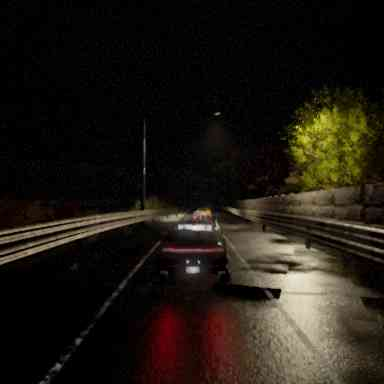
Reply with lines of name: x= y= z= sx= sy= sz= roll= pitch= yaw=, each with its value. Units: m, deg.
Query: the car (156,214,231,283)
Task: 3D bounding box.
car: x=0.048 y=1.615 z=10.008 sx=2.128 sy=1.511 sz=4.902 roll=0 pitch=-1 yaw=1

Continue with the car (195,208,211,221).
car: x=1.529 y=2.824 z=42.937 sx=1.882 sy=1.535 sz=5.008 roll=0 pitch=-2 yaw=4

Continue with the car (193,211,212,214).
car: x=0.238 y=2.023 z=19.805 sx=1.895 sy=1.301 sz=4.718 roll=0 pitch=-2 yaw=2

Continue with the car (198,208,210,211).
car: x=0.883 y=2.540 z=32.778 sx=1.895 sy=1.301 sz=4.718 roll=0 pitch=-2 yaw=3
